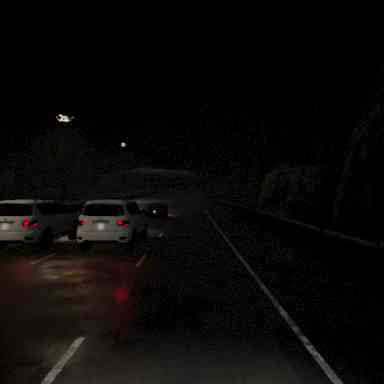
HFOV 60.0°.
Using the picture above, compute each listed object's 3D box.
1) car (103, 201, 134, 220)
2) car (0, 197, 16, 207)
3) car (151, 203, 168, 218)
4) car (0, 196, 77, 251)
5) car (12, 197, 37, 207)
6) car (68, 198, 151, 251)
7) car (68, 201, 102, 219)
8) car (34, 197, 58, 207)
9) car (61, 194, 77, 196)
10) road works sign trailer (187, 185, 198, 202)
[{"bbox_3d":[-6.899,1.699,31.732,1.837,1.490,4.892,0,0,0],"label":"car"},{"bbox_3d":[-31.518,1.648,55.017,2.033,1.411,5.357,0,1,1],"label":"car"},{"bbox_3d":[-3.398,1.758,32.247,1.994,1.385,4.181,0,0,0],"label":"car"},{"bbox_3d":[-6.898,1.360,15.007,2.150,2.045,5.566,0,0,0],"label":"car"},{"bbox_3d":[-28.026,1.620,55.837,1.812,1.442,4.674,0,1,1],"label":"car"},{"bbox_3d":[-3.398,1.360,15.080,2.150,2.045,5.566,0,0,0],"label":"car"},{"bbox_3d":[-10.398,1.720,32.673,1.812,1.442,4.674,0,0,0],"label":"car"},{"bbox_3d":[-24.534,1.597,55.975,1.837,1.490,4.892,0,1,1],"label":"car"},{"bbox_3d":[-21.035,1.313,55.999,2.150,2.045,5.566,0,1,1],"label":"car"},{"bbox_3d":[-0.006,0.353,73.341,2.380,3.560,2.880,0,1,0],"label":"road works sign trailer"}]
